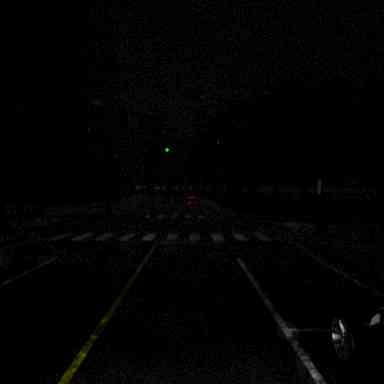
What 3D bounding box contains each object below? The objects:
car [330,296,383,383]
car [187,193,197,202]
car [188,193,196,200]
[{"bbox_3d":[2.757,1.546,2.824,1.947,1.339,4.313,-1,0,0],"label":"car"},{"bbox_3d":[0.003,1.205,65.757,2.128,1.511,4.902,0,0,0],"label":"car"},{"bbox_3d":[-0.024,1.069,76.174,1.882,1.535,5.008,0,0,0],"label":"car"}]
